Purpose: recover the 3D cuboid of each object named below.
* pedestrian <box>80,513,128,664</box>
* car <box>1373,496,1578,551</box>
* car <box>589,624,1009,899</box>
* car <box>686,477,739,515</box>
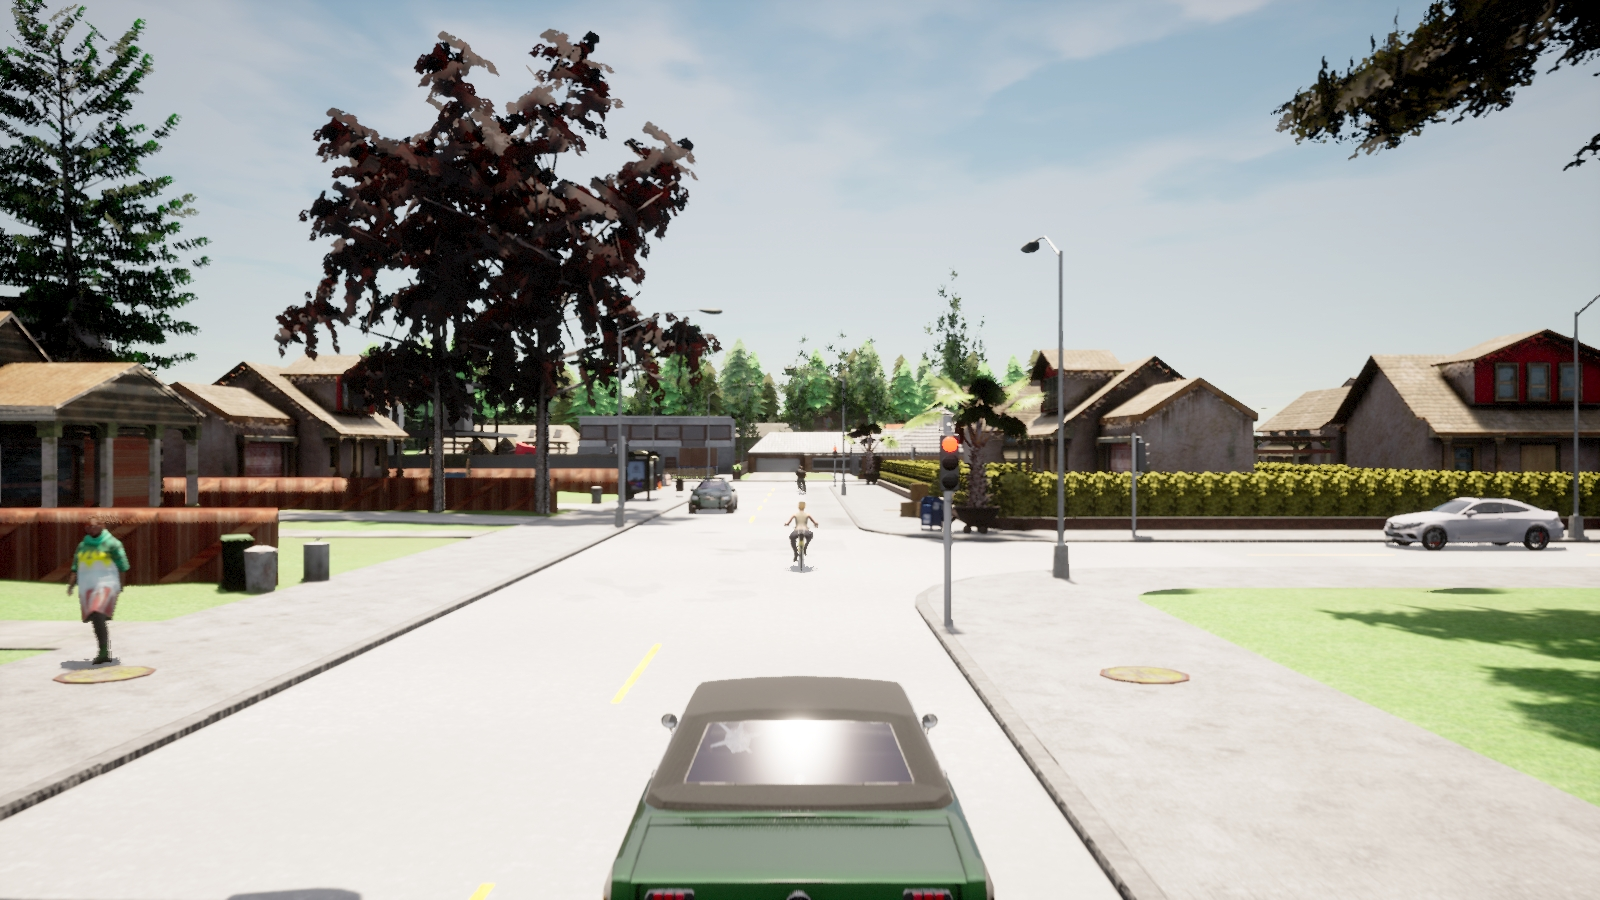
[{"bbox_3d":[-8.797,1.743,14.450,0.375,1.860,0.375,0,0,1],"label":"pedestrian"},{"bbox_3d":[19.182,2.081,32.597,4.674,1.442,2.002,0,0,0],"label":"car"},{"bbox_3d":[-0.004,2.155,7.511,1.895,1.301,4.718,0,0,0],"label":"car"},{"bbox_3d":[-3.917,2.037,51.942,2.038,1.542,4.974,0,0,0],"label":"car"}]
